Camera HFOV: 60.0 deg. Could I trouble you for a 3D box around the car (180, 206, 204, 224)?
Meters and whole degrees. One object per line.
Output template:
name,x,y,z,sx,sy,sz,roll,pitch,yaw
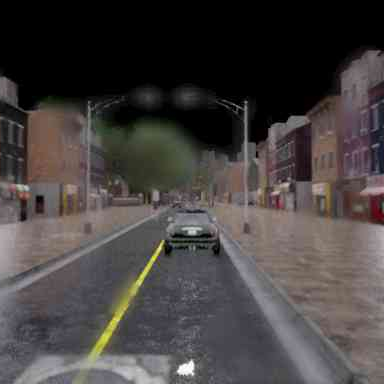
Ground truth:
car,0.014,1.927,29.134,1.895,1.301,4.718,0,-1,0

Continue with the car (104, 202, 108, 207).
car,-20.575,2.669,72.462,4.403,1.369,2.008,-1,-1,0

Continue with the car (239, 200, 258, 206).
car,12.411,2.405,72.460,4.313,1.339,1.947,0,-1,0

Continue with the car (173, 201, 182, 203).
car,-2.725,2.309,61.781,2.033,1.411,5.357,0,-1,0

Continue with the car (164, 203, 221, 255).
car,0.009,1.500,14.095,2.097,1.767,4.553,0,-1,0
